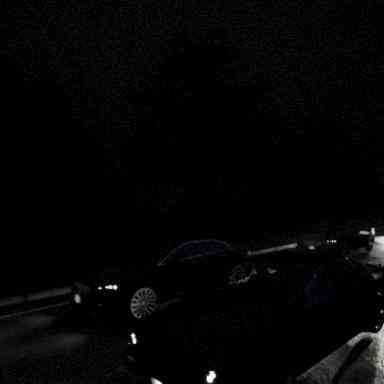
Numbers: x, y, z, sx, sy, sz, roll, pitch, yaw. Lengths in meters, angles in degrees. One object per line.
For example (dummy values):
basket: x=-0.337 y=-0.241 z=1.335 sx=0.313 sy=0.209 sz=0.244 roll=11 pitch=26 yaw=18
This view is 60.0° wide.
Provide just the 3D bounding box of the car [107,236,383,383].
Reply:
car: x=1.590 y=1.750 z=5.452 sx=5.357 sy=1.411 sz=2.033 roll=0 pitch=-3 yaw=-42

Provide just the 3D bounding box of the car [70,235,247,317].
car: x=-0.477 y=1.883 z=8.318 sx=4.902 sy=1.511 sz=2.128 roll=0 pitch=-3 yaw=-42

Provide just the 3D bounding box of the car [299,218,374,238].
car: x=6.459 y=1.941 z=14.704 sx=4.902 sy=1.511 sz=2.128 roll=1 pitch=-3 yaw=-43

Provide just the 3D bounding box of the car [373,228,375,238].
car: x=8.675 y=1.754 z=11.991 sx=4.902 sy=1.511 sz=2.128 roll=1 pitch=-3 yaw=-43
